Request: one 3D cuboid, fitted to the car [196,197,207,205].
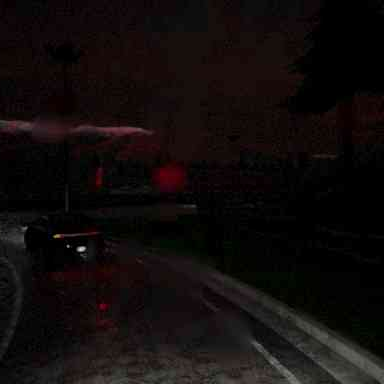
[{"bbox_3d":[3.200,1.362,52.533,5.357,1.411,2.033,-1,0,-31],"label":"car"}]

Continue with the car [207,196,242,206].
[{"bbox_3d":[5.042,1.403,49.560,4.718,1.301,1.895,-1,0,-31],"label":"car"}]

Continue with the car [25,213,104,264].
[{"bbox_3d":[-4.733,1.514,12.035,2.128,1.511,4.902,-1,0,-35],"label":"car"}]
